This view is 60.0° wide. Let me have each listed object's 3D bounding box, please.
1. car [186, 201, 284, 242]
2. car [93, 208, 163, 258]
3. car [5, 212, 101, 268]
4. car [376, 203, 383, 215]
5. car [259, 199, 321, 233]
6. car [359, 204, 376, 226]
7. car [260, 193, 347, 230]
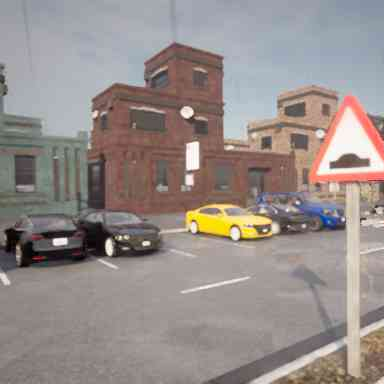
[{"bbox_3d":[1.681,1.374,16.261,2.097,1.535,5.008,-1,0,-35],"label":"car"},{"bbox_3d":[-2.946,1.424,12.974,2.097,1.535,5.008,-1,0,-35],"label":"car"},{"bbox_3d":[-5.126,1.477,11.460,2.163,1.488,4.792,-1,0,-35],"label":"car"},{"bbox_3d":[17.534,1.194,27.541,2.231,1.521,4.892,-1,0,-35],"label":"car"},{"bbox_3d":[3.951,1.350,17.865,2.231,1.521,4.892,-1,0,-35],"label":"car"},{"bbox_3d":[8.493,1.328,21.072,2.163,1.488,4.792,-1,0,-35],"label":"car"},{"bbox_3d":[6.226,1.072,19.458,2.435,2.045,5.566,-1,0,-35],"label":"car"}]
